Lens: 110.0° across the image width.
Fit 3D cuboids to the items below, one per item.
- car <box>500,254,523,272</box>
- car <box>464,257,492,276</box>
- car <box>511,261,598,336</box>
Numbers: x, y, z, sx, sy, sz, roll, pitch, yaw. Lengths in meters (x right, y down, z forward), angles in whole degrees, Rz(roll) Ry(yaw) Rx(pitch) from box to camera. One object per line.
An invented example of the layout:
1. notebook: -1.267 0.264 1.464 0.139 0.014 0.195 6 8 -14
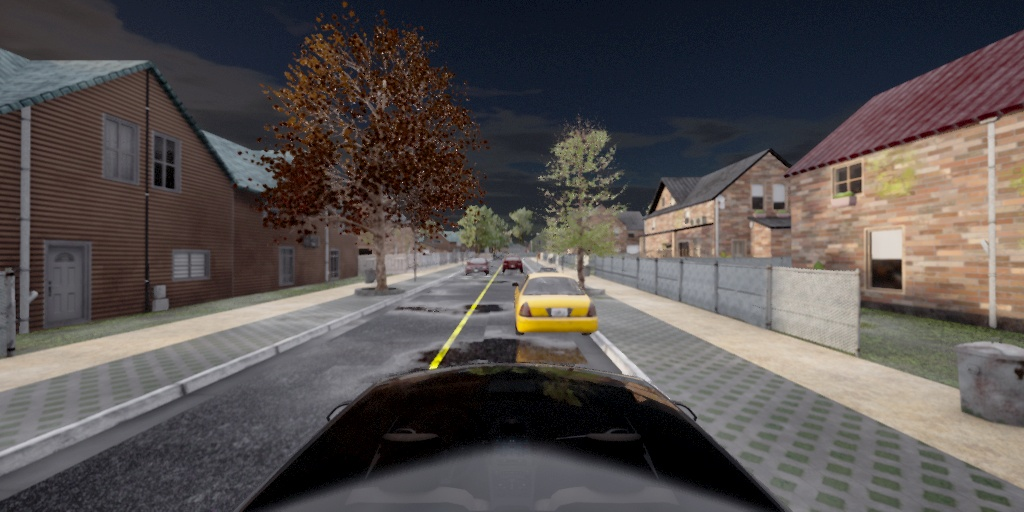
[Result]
1. car: 0.069 0.711 35.129 1.882 1.535 5.008 0 1 0
2. car: -2.829 0.832 30.344 1.812 1.442 4.674 0 1 0
3. car: 0.964 1.078 9.865 1.801 1.575 5.366 0 1 0
